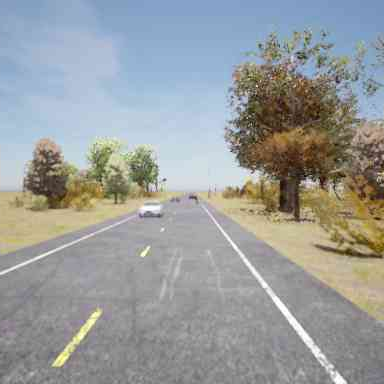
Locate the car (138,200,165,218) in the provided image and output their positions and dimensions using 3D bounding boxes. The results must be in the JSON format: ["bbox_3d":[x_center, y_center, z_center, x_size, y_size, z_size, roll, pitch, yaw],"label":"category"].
[{"bbox_3d":[-3.592,1.504,29.873,1.812,1.442,4.674,0,0,0],"label":"car"}]

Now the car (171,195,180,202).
[{"bbox_3d":[-3.490,1.417,71.095,2.128,1.511,4.902,0,0,0],"label":"car"}]

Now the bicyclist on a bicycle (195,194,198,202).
[{"bbox_3d":[0.973,1.299,72.210,0.659,1.776,1.843,0,0,0],"label":"bicyclist on a bicycle"}]

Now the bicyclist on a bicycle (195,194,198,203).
[{"bbox_3d":[0.972,1.394,63.084,0.582,1.620,1.656,0,0,0],"label":"bicyclist on a bicycle"}]

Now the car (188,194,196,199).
[{"bbox_3d":[0.014,1.303,89.179,1.837,1.490,4.892,0,0,0],"label":"car"}]
